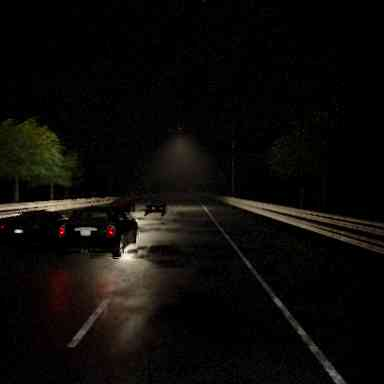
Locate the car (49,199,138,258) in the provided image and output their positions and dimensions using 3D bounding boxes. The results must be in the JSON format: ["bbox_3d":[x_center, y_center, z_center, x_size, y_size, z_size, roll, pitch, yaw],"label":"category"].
[{"bbox_3d":[-3.407,1.331,12.787,2.097,1.767,4.553,0,0,0],"label":"car"}]

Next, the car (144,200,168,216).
[{"bbox_3d":[-3.416,1.489,32.103,2.033,1.411,5.357,0,0,0],"label":"car"}]

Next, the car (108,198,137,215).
[{"bbox_3d":[-6.919,1.416,33.527,1.882,1.535,5.008,0,0,0],"label":"car"}]

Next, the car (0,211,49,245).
[{"bbox_3d":[-6.909,1.539,15.281,1.994,1.385,4.181,0,0,0],"label":"car"}]
